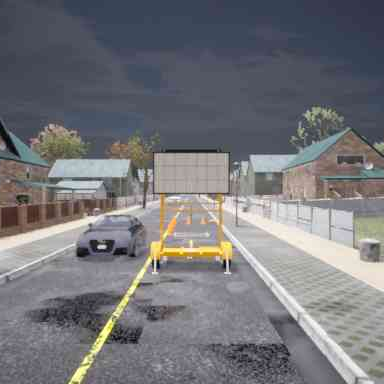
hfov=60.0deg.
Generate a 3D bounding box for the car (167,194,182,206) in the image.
[{"bbox_3d":[-2.865,1.220,56.021,2.150,2.045,5.566,0,0,0],"label":"car"}]

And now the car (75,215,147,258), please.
[{"bbox_3d":[-2.876,1.567,12.613,1.994,1.385,4.181,0,0,0],"label":"car"}]

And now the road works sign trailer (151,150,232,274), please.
[{"bbox_3d":[-0.021,0.468,10.528,2.380,3.560,2.880,0,0,0],"label":"road works sign trailer"}]
